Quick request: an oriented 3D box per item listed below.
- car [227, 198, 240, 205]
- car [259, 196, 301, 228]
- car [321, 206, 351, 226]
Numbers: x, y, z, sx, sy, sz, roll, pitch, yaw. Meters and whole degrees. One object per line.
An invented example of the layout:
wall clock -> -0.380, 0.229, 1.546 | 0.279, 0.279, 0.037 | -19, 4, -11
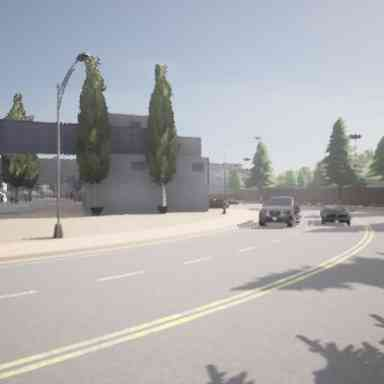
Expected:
car -> 7.667, 1.949, 66.338 | 2.033, 1.411, 5.357 | 0, 0, -18
car -> 6.348, 1.327, 23.486 | 2.150, 2.045, 5.566 | 0, 0, 25
car -> 10.539, 1.692, 24.478 | 1.895, 1.301, 4.718 | 0, 0, 21
